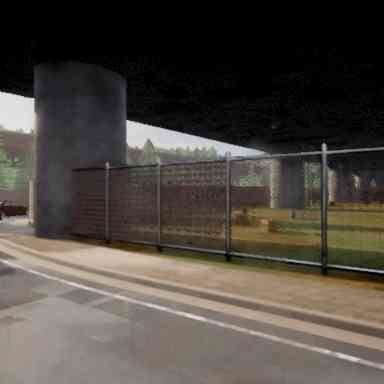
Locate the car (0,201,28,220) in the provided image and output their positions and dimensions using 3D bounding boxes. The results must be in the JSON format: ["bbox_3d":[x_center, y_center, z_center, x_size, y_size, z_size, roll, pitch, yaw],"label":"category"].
[{"bbox_3d":[-16.053,1.517,28.923,1.882,1.535,5.008,-1,0,12],"label":"car"}]
